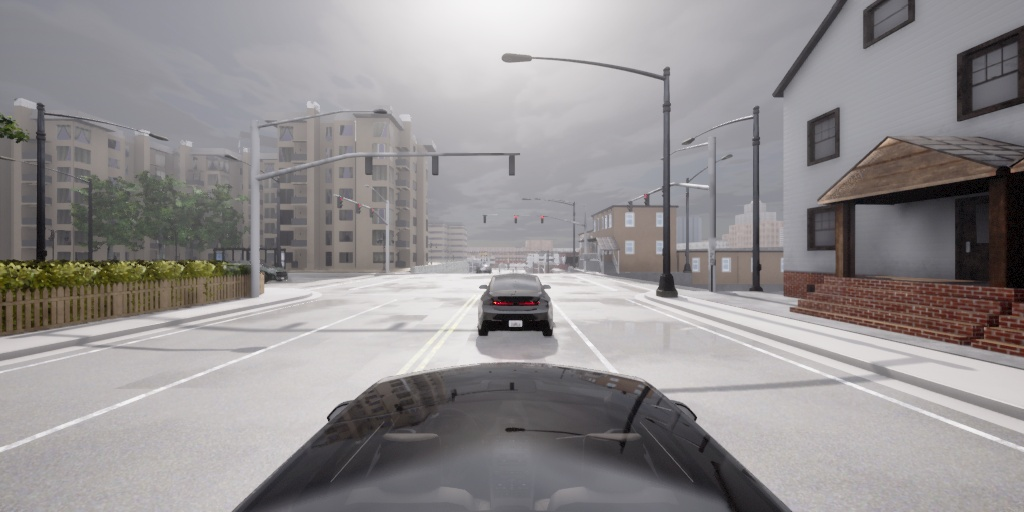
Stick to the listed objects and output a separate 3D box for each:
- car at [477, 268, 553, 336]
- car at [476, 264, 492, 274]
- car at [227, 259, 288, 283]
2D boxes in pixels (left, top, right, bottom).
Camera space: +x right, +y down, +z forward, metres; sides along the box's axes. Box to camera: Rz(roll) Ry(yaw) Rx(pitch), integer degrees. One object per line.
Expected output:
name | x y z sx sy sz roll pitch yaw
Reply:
car | 0.090 1.255 10.371 1.837 1.490 4.892 0 0 0
car | -3.624 1.755 47.184 2.128 1.511 4.902 0 -5 0
car | -19.527 1.102 27.054 4.553 1.767 2.097 0 0 1
